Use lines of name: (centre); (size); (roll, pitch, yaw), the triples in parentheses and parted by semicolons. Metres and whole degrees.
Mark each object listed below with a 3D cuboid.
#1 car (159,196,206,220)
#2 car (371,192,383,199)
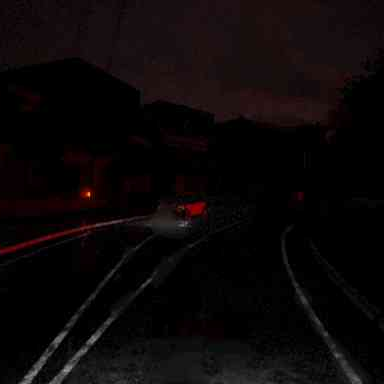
car: (-0.638, 1.102, 25.198); (2.097, 1.767, 4.553); (0, 1, 26)
car: (30.708, 0.282, 53.095); (5.008, 1.535, 1.882); (-2, 1, -29)
